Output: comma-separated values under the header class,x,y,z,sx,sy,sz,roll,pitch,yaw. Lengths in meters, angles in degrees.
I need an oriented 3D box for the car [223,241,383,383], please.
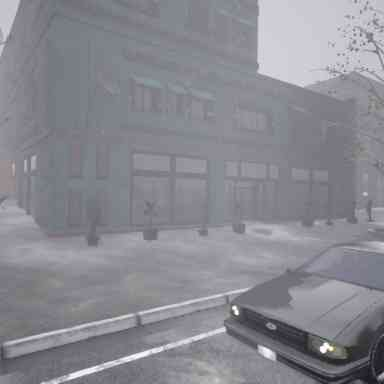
class,x,y,z,sx,sy,sz,roll,pitch,yaw
car,3.074,1.583,5.568,5.357,1.411,2.033,1,0,-35
